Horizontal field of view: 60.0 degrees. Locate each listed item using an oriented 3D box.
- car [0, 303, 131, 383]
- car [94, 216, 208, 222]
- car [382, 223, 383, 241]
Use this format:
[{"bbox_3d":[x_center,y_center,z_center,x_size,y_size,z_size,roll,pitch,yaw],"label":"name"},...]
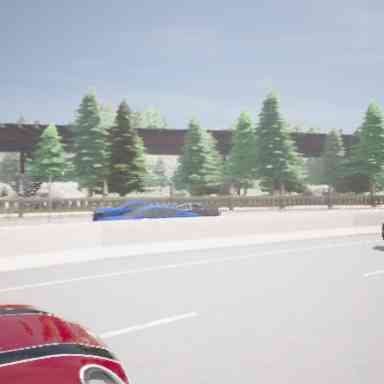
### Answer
[{"bbox_3d":[-2.554,1.331,1.790,4.553,1.767,2.097,0,1,-36],"label":"car"},{"bbox_3d":[-1.994,1.357,14.979,5.008,1.535,1.882,0,0,-31],"label":"car"},{"bbox_3d":[9.641,1.424,13.155,4.892,1.490,1.837,0,0,-27],"label":"car"}]
